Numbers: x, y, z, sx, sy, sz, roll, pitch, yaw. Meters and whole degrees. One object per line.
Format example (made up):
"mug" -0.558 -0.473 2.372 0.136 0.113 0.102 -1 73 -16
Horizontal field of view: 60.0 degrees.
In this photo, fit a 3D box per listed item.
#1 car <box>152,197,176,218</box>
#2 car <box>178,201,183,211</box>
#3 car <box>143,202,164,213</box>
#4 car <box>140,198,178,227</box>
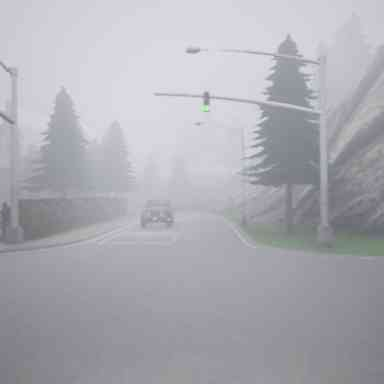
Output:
"car" -3.159 1.629 36.052 2.150 2.045 5.566 -1 -1 -9
"car" -2.753 2.032 49.429 2.128 1.511 4.902 0 -1 -20
"car" -5.375 2.098 45.831 1.994 1.385 4.181 0 -1 -18
"car" -2.550 1.516 25.728 2.150 2.045 5.566 -1 -1 0
